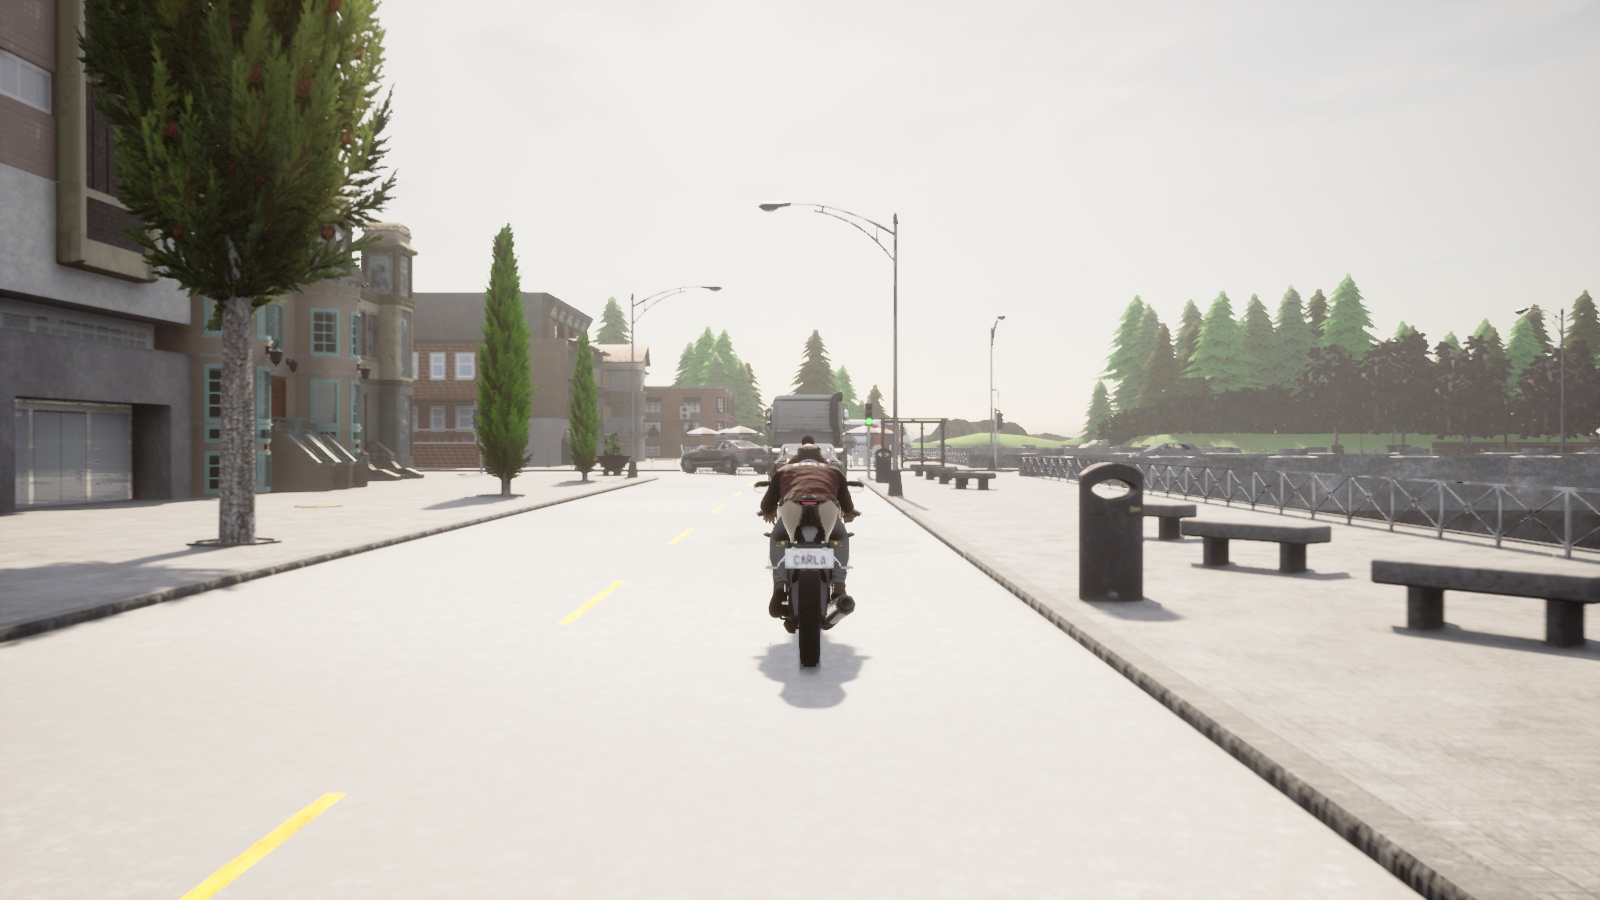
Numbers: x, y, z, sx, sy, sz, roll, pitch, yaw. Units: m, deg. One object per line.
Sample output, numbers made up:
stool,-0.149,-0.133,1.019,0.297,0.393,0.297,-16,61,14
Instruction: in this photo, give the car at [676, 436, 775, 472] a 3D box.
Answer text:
car,-3.632,0.182,60.407,2.152,1.651,5.027,0,0,-41

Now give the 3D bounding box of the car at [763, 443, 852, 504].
car,0.198,0.560,33.074,2.163,1.488,4.792,0,0,0

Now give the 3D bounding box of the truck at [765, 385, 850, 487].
truck,0.274,-0.499,46.771,2.891,3.462,7.936,0,0,0

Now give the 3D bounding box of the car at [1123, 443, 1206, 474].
car,18.286,0.420,63.065,3.633,1.501,1.845,0,0,0

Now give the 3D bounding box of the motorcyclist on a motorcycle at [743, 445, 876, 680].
motorcyclist on a motorcycle,0.066,0.729,9.287,0.866,1.530,2.191,0,0,0
